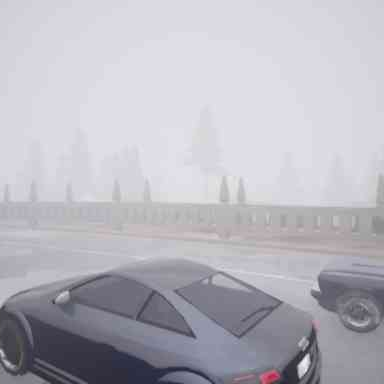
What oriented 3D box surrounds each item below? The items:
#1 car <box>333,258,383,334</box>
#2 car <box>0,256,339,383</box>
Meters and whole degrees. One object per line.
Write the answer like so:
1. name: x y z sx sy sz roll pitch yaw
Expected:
1. car: 4.370 1.571 5.043 4.718 1.301 1.895 0 0 36
2. car: -0.634 1.552 4.172 4.181 1.385 1.994 0 0 34
